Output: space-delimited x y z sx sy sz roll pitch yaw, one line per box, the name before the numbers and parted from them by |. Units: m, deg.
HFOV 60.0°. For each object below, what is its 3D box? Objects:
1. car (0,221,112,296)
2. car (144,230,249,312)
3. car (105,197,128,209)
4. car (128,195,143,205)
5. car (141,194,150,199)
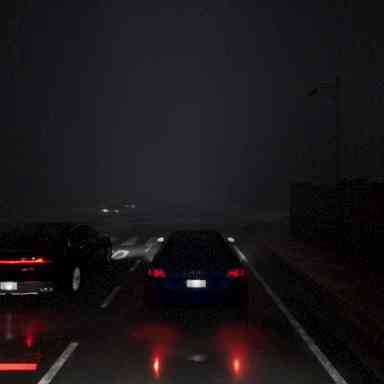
car | -3.421 1.504 8.630 1.837 1.490 4.892 0 0 0
car | 0.092 1.563 7.799 1.994 1.385 4.181 0 0 0
car | -10.494 1.473 45.578 1.882 1.535 5.008 0 0 0
car | -10.457 1.541 57.650 2.033 1.411 5.357 0 0 0
car | -10.348 1.107 72.915 1.837 1.490 4.892 0 0 0
